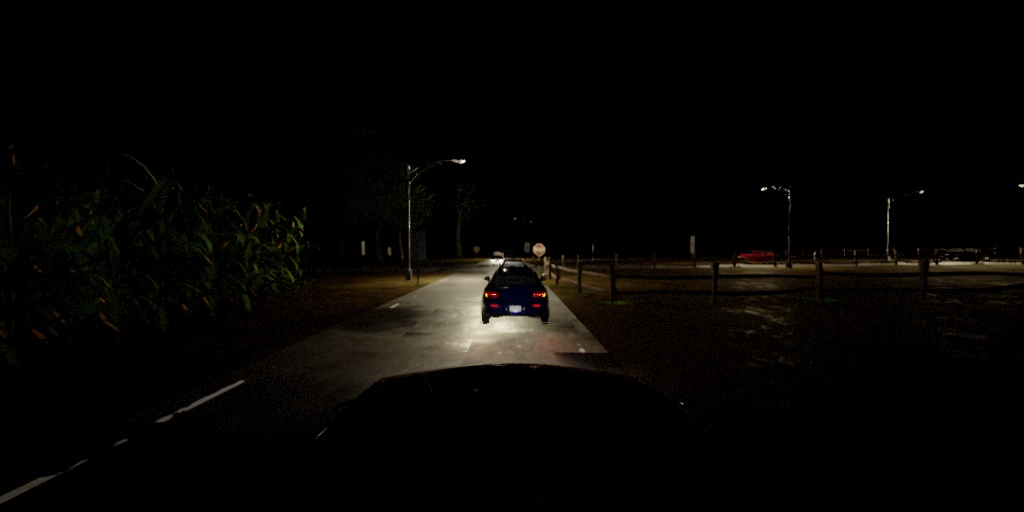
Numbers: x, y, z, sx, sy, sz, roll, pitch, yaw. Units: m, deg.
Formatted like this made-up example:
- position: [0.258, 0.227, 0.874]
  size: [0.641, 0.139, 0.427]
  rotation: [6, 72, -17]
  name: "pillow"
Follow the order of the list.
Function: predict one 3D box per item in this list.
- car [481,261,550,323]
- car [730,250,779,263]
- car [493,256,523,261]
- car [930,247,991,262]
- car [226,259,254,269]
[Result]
- position: [0.098, 1.064, 11.025]
  size: [1.812, 1.442, 4.674]
  rotation: [0, 1, 0]
  name: "car"
- position: [26.214, 0.124, 38.858]
  size: [4.674, 1.442, 1.812]
  rotation: [-1, 2, 0]
  name: "car"
- position: [0.092, 0.881, 21.124]
  size: [1.994, 1.385, 4.181]
  rotation: [0, 1, 0]
  name: "car"
- position: [48.249, -0.186, 38.618]
  size: [5.008, 1.535, 1.882]
  rotation: [0, 2, 1]
  name: "car"
- position: [-28.930, 0.875, 36.300]
  size: [5.357, 1.411, 2.033]
  rotation: [-1, 2, 0]
  name: "car"
